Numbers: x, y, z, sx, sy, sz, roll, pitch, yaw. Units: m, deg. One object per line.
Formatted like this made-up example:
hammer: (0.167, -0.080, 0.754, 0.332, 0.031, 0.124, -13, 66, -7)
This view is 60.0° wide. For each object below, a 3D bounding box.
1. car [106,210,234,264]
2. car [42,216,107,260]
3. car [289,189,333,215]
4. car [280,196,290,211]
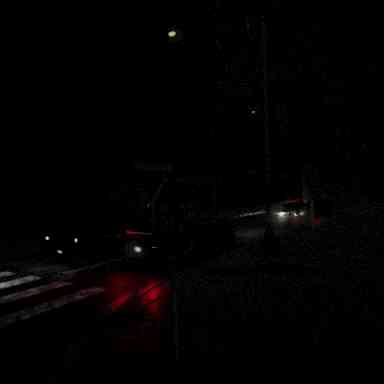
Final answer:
car: (-0.220, 1.334, 11.308, 2.128, 1.511, 4.902, -2, 0, 32)
car: (-3.017, 1.544, 12.395, 1.895, 1.301, 4.718, -2, 0, 32)
car: (10.228, 0.767, 27.785, 2.150, 2.045, 5.566, -2, 0, 32)
car: (10.383, 1.062, 33.487, 1.882, 1.535, 5.008, -2, -1, 33)
